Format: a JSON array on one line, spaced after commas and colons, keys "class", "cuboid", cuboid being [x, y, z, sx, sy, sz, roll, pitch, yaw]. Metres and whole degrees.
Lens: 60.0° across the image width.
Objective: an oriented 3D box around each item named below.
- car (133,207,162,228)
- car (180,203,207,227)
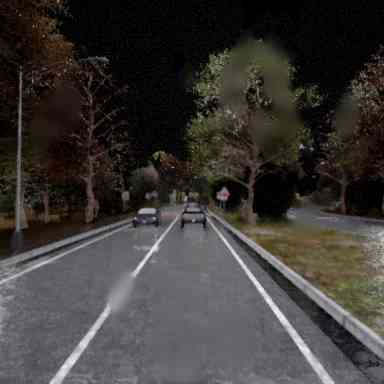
[{"class": "car", "cuboid": [-3.339, 1.878, 25.604, 1.812, 1.442, 4.674, 0, -1, 0]}, {"class": "car", "cuboid": [0.109, 1.848, 25.741, 2.128, 1.511, 4.902, 0, -1, 0]}]
